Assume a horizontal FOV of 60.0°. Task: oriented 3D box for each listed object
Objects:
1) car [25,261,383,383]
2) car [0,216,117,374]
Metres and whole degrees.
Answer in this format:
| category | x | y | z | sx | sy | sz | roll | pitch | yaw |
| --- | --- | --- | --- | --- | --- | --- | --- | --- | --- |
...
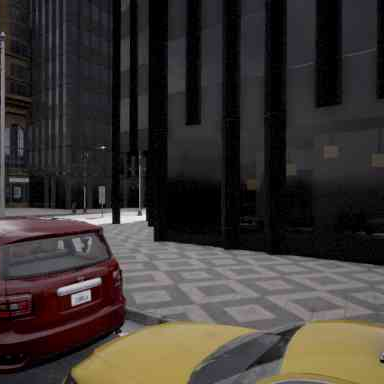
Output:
| category | x | y | z | sx | sy | sz | roll | pitch | yaw |
| --- | --- | --- | --- | --- | --- | --- | --- | --- | --- |
| car | 1.046 | 1.525 | 2.213 | 4.829 | 1.417 | 1.752 | 0 | 0 | 36 |
| car | -3.233 | 1.314 | 5.265 | 5.009 | 1.841 | 2.192 | 0 | 0 | 36 |
